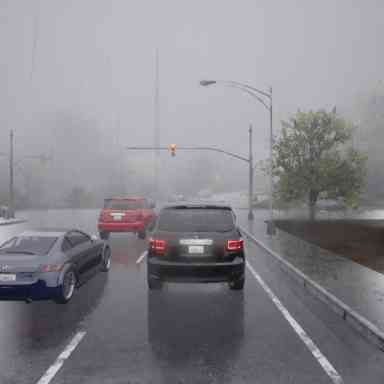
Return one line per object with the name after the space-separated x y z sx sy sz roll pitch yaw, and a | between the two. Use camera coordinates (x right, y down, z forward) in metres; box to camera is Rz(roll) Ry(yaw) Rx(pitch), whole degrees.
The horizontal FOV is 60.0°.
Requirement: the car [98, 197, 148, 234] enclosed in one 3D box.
-3.282 1.260 17.632 2.150 2.045 5.566 0 0 1 | car

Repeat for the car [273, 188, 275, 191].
23.244 -0.477 92.014 2.033 1.411 5.357 0 3 38 | car

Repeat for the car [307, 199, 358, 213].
15.977 1.646 37.570 4.718 1.301 1.895 -1 0 3 | car

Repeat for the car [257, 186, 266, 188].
19.646 -0.763 93.035 2.150 2.045 5.566 0 3 38 | car

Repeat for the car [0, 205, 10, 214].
-22.427 1.741 36.059 4.902 1.511 2.128 -1 0 2 | car

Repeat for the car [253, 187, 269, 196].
17.535 0.264 83.629 1.895 1.301 4.718 0 3 33 | car

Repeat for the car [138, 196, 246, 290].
0.103 1.234 9.233 2.150 2.045 5.566 0 0 0 | car

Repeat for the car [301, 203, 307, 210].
16.084 1.549 41.070 4.902 1.511 2.128 -1 0 3 | car

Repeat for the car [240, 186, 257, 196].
13.966 0.093 84.502 2.097 1.767 4.553 0 3 33 | car

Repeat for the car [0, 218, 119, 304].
-3.405 1.574 8.230 1.994 1.385 4.181 0 0 2 | car

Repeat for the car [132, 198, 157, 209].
-7.039 1.634 50.051 2.128 1.511 4.902 0 0 13 | car

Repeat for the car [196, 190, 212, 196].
2.797 0.585 78.637 2.150 2.045 5.566 0 3 25 | car

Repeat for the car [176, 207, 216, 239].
0.249 1.605 18.461 1.994 1.385 4.181 0 0 2 | car
